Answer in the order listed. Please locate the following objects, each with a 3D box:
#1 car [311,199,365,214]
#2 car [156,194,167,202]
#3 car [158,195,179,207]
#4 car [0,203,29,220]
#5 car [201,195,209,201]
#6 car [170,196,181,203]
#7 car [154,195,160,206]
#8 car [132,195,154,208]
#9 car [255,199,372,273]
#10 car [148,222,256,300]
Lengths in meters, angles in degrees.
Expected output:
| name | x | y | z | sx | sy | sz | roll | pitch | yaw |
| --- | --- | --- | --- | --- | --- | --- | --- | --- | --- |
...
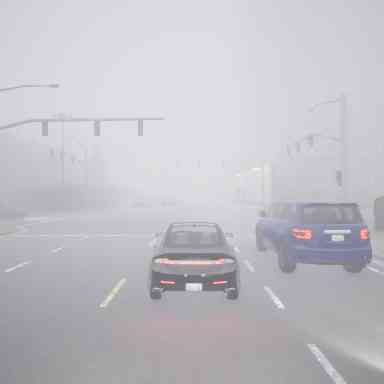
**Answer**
| name | x | y | z | sx | sy | sz | roll | pitch | yaw |
| --- | --- | --- | --- | --- | --- | --- | --- | --- | --- |
| car | 15.577 | 1.560 | 35.638 | 4.892 | 1.490 | 1.837 | 0 | 0 | 0 |
| car | -7.013 | 1.355 | 76.464 | 2.097 | 1.767 | 4.553 | 0 | 0 | 0 |
| car | -3.595 | 1.547 | 51.890 | 2.033 | 1.411 | 5.357 | 0 | 0 | 0 |
| car | -16.261 | 1.619 | 28.449 | 4.181 | 1.385 | 1.994 | 0 | 0 | -2 |
| car | 3.485 | 1.525 | 88.830 | 2.128 | 1.511 | 4.902 | 0 | 0 | 0 |
| car | -3.512 | 1.540 | 71.885 | 2.033 | 1.411 | 5.357 | 0 | 0 | 0 |
| car | -7.094 | 1.352 | 56.096 | 2.097 | 1.767 | 4.553 | 0 | 0 | 0 |
| car | -7.153 | 1.352 | 47.272 | 2.097 | 1.767 | 4.553 | 0 | 0 | 2 |
| car | 3.570 | 1.221 | 10.841 | 2.150 | 2.045 | 5.566 | 0 | 0 | 0 |
| car | 0.055 | 1.492 | 8.396 | 2.128 | 1.511 | 4.902 | 0 | 0 | 0 |
